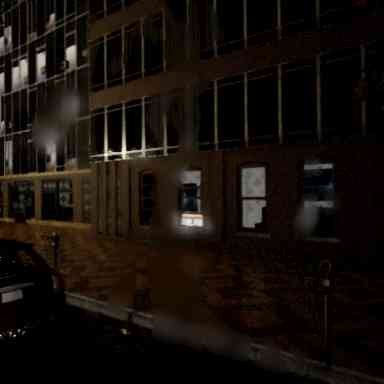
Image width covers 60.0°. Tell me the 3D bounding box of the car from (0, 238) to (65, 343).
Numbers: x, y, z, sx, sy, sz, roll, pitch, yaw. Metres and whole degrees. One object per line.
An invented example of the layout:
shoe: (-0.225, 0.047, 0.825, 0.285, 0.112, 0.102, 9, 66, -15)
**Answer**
car: (-4.089, 1.502, 5.791, 4.097, 1.590, 1.967, -1, 0, 35)
